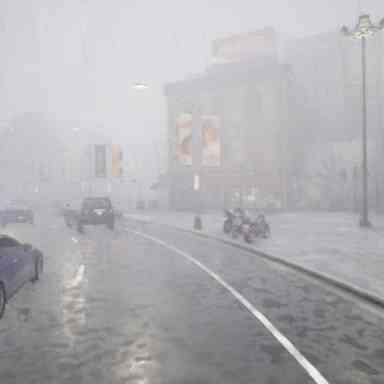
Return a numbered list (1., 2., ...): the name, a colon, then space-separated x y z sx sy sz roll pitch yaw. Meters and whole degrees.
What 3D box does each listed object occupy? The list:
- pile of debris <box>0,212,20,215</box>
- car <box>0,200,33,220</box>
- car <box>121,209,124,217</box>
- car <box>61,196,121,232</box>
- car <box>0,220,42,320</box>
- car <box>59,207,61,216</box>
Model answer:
1. pile of debris: -20.004 2.378 36.334 1.860 0.140 1.500 -1 0 37
2. car: -13.143 1.611 24.542 1.882 1.535 5.008 0 0 -37
3. car: -7.568 1.672 28.428 1.895 1.301 4.718 -1 0 -35
4. car: -6.584 1.291 21.197 2.150 2.045 5.566 0 0 -30
5. car: -4.495 1.571 6.859 1.812 1.442 4.674 0 0 -12
6. car: -11.402 1.636 32.688 2.002 1.452 4.674 -1 0 -45
